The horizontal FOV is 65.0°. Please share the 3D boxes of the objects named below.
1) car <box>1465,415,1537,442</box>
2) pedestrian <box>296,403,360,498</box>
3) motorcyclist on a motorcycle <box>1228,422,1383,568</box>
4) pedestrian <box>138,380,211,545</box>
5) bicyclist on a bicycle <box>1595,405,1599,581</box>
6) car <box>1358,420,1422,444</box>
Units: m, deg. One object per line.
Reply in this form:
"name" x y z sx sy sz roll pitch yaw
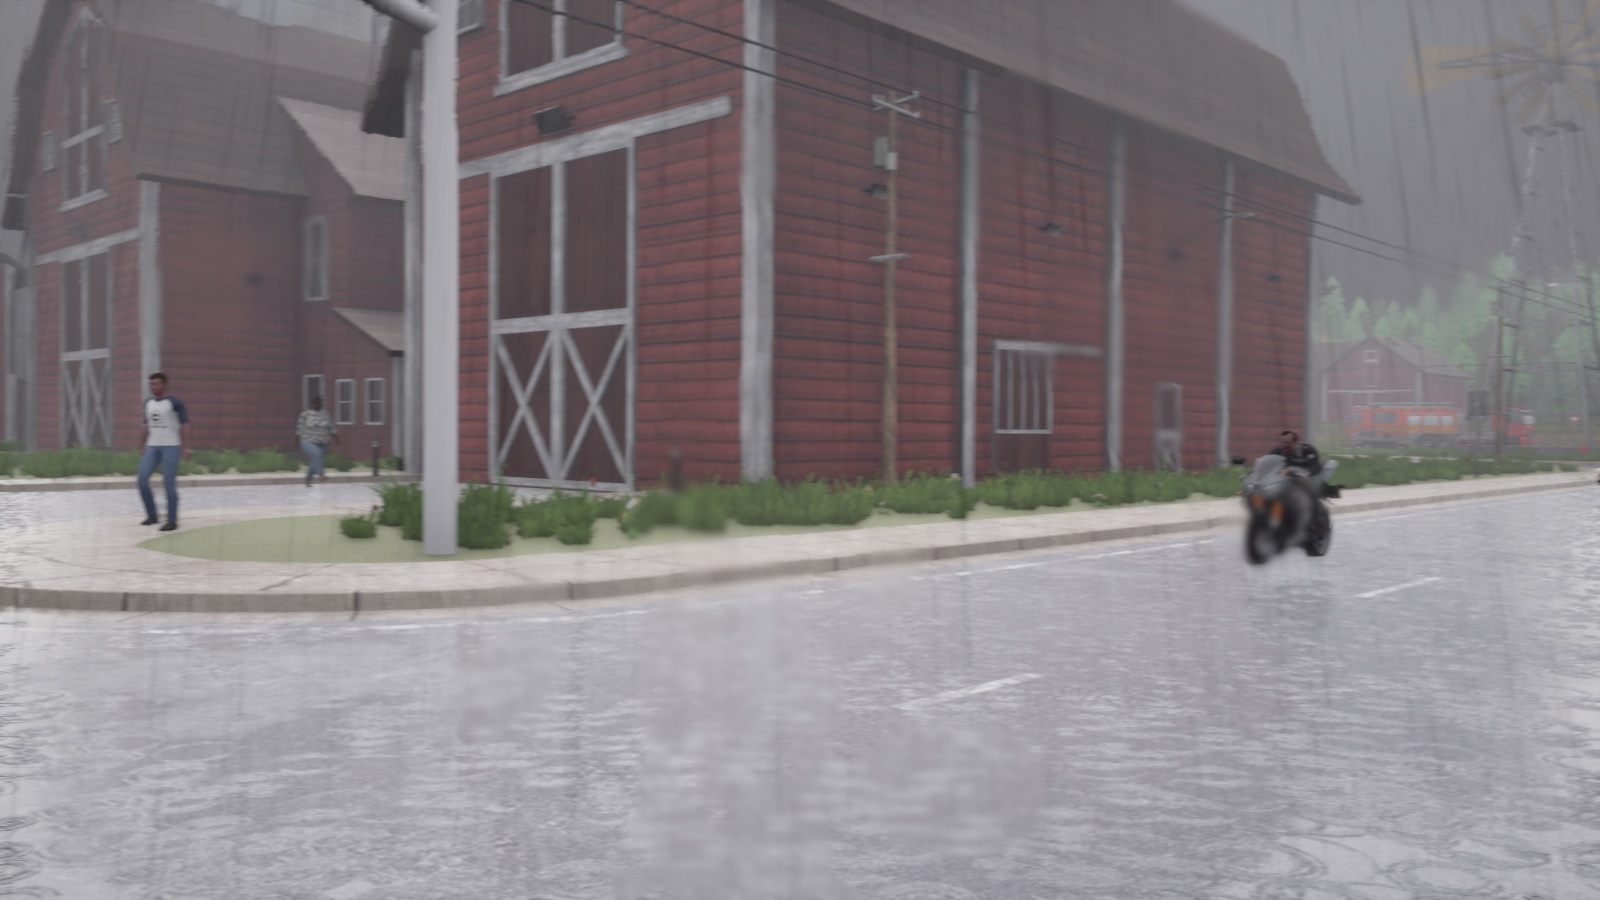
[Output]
"car" 46.995 -1.427 84.185 4.553 1.767 2.097 -1 1 -28
"pedestrian" -9.449 -0.008 25.136 0.900 1.855 0.874 0 1 44
"motorcyclist on a motorcycle" 5.809 0.455 14.342 0.866 1.530 2.191 0 1 44
"pedestrian" -7.157 0.133 14.387 0.354 1.836 0.706 0 1 12
"bicyclist on a bicycle" 8.117 0.381 11.721 0.866 1.612 1.509 0 1 45
"car" 38.819 -1.196 82.670 3.705 1.549 1.789 0 1 21
